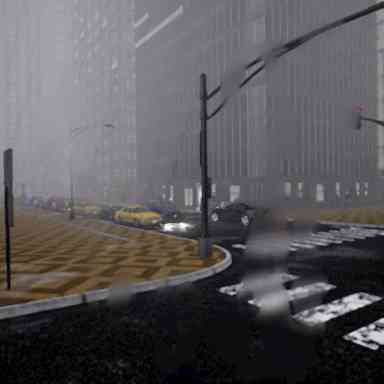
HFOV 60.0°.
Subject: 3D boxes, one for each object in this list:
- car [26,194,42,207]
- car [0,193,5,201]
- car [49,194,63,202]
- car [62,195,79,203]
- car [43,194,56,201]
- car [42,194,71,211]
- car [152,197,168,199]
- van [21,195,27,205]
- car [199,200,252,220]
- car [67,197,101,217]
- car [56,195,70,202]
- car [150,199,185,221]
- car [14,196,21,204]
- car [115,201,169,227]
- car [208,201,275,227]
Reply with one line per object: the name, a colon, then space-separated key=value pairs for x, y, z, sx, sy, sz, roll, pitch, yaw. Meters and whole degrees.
car: x=-23.247 y=1.400 z=50.286 sx=1.967 sy=1.590 sz=4.097 roll=-1 pitch=1 yaw=-36
car: x=-45.960 y=1.438 z=81.865 sx=1.887 sy=1.381 sz=4.507 roll=-1 pitch=1 yaw=-36
car: x=-29.830 y=1.236 z=72.932 sx=1.967 sy=1.590 sz=4.097 roll=-1 pitch=1 yaw=-36
car: x=-23.339 y=1.366 z=63.910 sx=2.008 sy=1.369 sz=4.403 roll=-1 pitch=1 yaw=-36
car: x=-33.173 y=1.312 z=77.582 sx=1.752 sy=1.417 sz=4.829 roll=-1 pitch=1 yaw=-36
car: x=-16.758 y=1.418 z=41.263 sx=1.967 sy=1.590 sz=4.097 roll=-1 pitch=1 yaw=-36
car: x=-3.825 y=1.309 z=36.877 sx=1.967 sy=1.590 sz=4.097 roll=-1 pitch=1 yaw=-36
van: x=-26.493 y=1.292 z=54.796 sx=1.690 sy=1.788 sz=3.998 roll=-1 pitch=1 yaw=-36
car: x=2.725 y=1.435 z=27.896 sx=2.008 sy=1.369 sz=4.403 roll=-1 pitch=1 yaw=-36
car: x=-10.217 y=1.522 z=32.071 sx=1.752 sy=1.417 sz=4.829 roll=-1 pitch=1 yaw=-36
car: x=-26.584 y=1.388 z=68.422 sx=1.802 sy=1.307 sz=4.206 roll=-1 pitch=1 yaw=-36
car: x=-2.364 y=1.536 z=25.474 sx=1.994 sy=1.385 sz=4.181 roll=-1 pitch=1 yaw=-36
car: x=-32.981 y=1.483 z=63.821 sx=2.008 sy=1.369 sz=4.403 roll=-1 pitch=1 yaw=-36
car: x=-3.783 y=1.541 z=23.006 sx=1.752 sy=1.417 sz=4.829 roll=-1 pitch=1 yaw=-36
car: x=3.302 y=1.411 z=22.652 sx=1.882 sy=1.535 sz=5.008 roll=-1 pitch=1 yaw=-35
